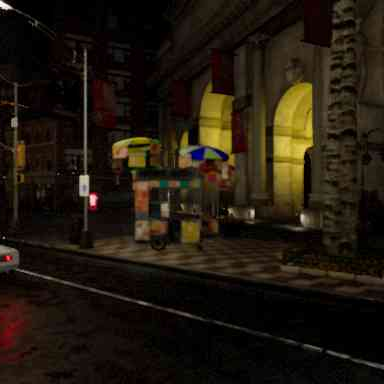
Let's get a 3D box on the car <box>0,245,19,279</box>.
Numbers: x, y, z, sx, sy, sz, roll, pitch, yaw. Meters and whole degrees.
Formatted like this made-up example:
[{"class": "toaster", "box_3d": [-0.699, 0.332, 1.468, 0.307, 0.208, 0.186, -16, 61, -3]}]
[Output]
[{"class": "car", "box_3d": [-6.570, 1.599, 8.658, 4.718, 1.301, 1.895, 0, 0, 36]}]
